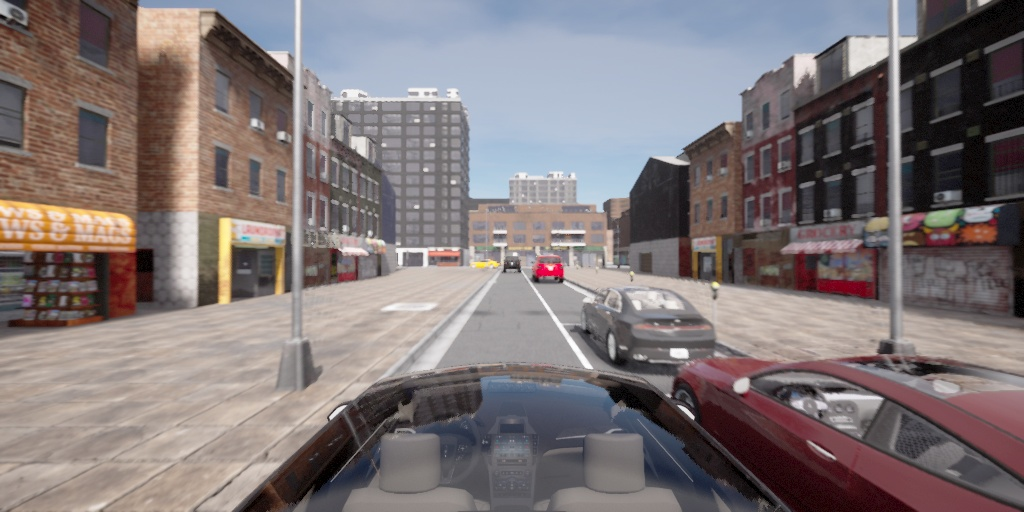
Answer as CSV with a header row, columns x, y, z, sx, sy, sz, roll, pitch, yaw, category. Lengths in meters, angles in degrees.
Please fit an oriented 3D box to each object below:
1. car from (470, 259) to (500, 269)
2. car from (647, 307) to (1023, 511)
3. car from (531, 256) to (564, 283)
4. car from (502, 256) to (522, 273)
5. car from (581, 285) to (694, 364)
x,y,z,sx,sy,sz,roll,pitch,yaw,category
-4.511,1.295,59.137,5.008,1.535,1.882,0,0,14,car
2.638,1.332,2.411,1.802,1.307,4.207,0,0,0,car
2.747,0.990,28.192,2.150,2.045,5.566,0,0,0,car
0.006,1.008,44.142,2.150,2.045,5.566,0,0,0,car
2.637,1.302,7.848,2.007,1.370,4.403,0,0,0,car
